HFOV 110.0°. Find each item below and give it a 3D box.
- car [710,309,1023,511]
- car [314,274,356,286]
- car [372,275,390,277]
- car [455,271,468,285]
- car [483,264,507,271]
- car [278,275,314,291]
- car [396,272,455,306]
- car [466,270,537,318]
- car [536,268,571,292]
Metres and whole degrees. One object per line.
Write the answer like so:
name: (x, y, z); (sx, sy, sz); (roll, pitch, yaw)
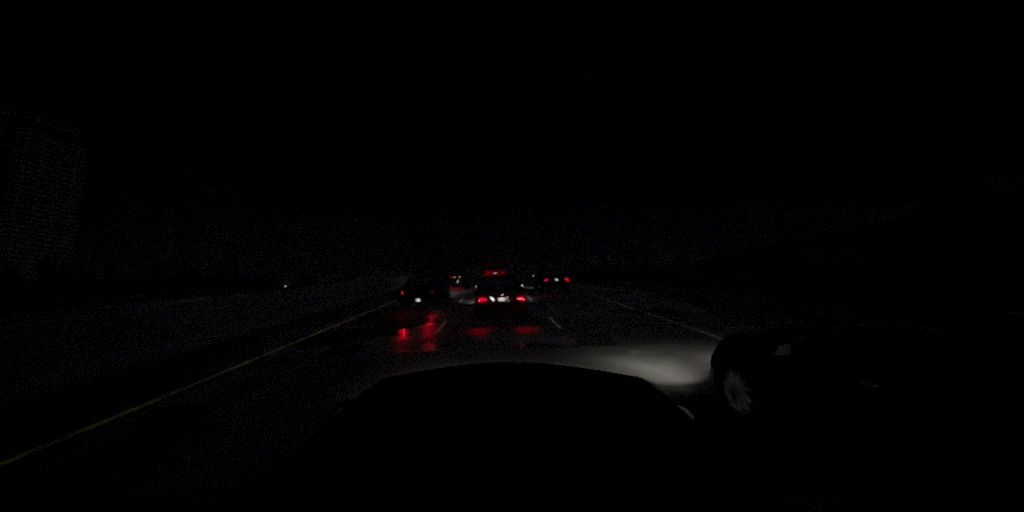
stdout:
car: (3.647, 1.185, 2.840); (1.837, 1.490, 4.892); (-1, 0, -3)
car: (-15.700, 2.385, 32.798); (1.837, 1.490, 4.892); (-1, -4, -3)
car: (-12.219, 2.424, 33.254); (1.895, 1.301, 4.718); (-1, -4, -3)
car: (-5.172, 2.324, 35.723); (1.837, 1.490, 4.892); (-1, -4, -3)
car: (-1.619, 1.867, 34.690); (2.150, 2.045, 5.566); (-1, -4, -3)
car: (-19.197, 2.455, 32.652); (2.128, 1.511, 4.902); (-1, -4, -3)
car: (-4.183, 1.634, 17.678); (1.895, 1.301, 4.718); (-1, -1, -3)
car: (-0.464, 1.450, 13.791); (2.033, 1.411, 5.357); (-1, -1, -3)
car: (2.495, 1.530, 23.651); (2.033, 1.411, 5.357); (-1, -2, -3)
